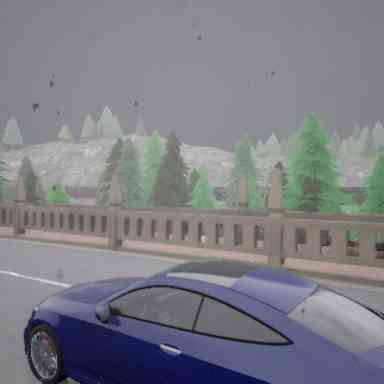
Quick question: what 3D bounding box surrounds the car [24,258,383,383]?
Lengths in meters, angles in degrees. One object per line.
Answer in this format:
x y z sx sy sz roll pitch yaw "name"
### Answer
0.077 1.505 3.694 4.674 1.442 1.812 0 0 34 "car"
